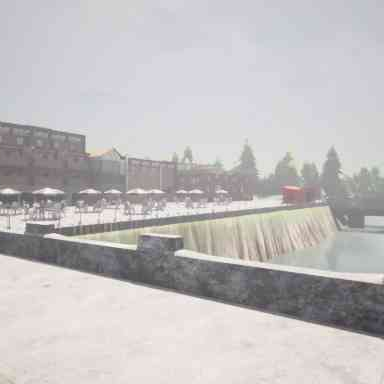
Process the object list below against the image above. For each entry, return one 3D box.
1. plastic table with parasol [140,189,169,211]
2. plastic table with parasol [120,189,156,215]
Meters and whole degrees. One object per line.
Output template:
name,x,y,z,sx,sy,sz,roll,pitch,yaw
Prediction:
plastic table with parasol,-4.504,0.925,40.174,2.482,2.480,2.482,0,0,35
plastic table with parasol,-5.263,0.925,32.485,2.482,2.480,2.482,0,0,35
